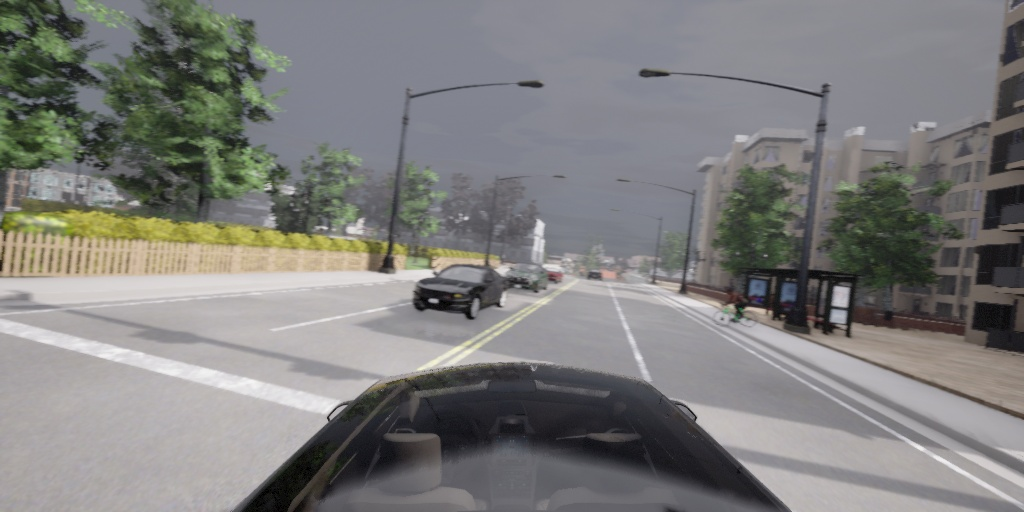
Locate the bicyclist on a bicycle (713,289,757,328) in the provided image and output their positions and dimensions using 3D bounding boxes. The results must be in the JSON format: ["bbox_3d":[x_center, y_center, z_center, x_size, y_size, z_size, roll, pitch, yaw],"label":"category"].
[{"bbox_3d":[9.368,2.199,15.101,1.656,1.620,0.582,-1,-2,14],"label":"bicyclist on a bicycle"}]

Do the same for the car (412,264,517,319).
[{"bbox_3d":[-1.510,1.019,12.201,1.882,1.535,5.008,7,0,14],"label":"car"}]

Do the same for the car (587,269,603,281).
[{"bbox_3d":[11.551,2.589,49.783,1.882,1.535,5.008,7,-1,14],"label":"car"}]

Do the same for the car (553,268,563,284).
[{"bbox_3d":[3.396,1.689,32.002,1.895,1.301,4.718,7,0,14],"label":"car"}]

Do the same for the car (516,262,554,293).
[{"bbox_3d":[0.948,1.166,22.063,2.097,1.767,4.553,7,0,14],"label":"car"}]
